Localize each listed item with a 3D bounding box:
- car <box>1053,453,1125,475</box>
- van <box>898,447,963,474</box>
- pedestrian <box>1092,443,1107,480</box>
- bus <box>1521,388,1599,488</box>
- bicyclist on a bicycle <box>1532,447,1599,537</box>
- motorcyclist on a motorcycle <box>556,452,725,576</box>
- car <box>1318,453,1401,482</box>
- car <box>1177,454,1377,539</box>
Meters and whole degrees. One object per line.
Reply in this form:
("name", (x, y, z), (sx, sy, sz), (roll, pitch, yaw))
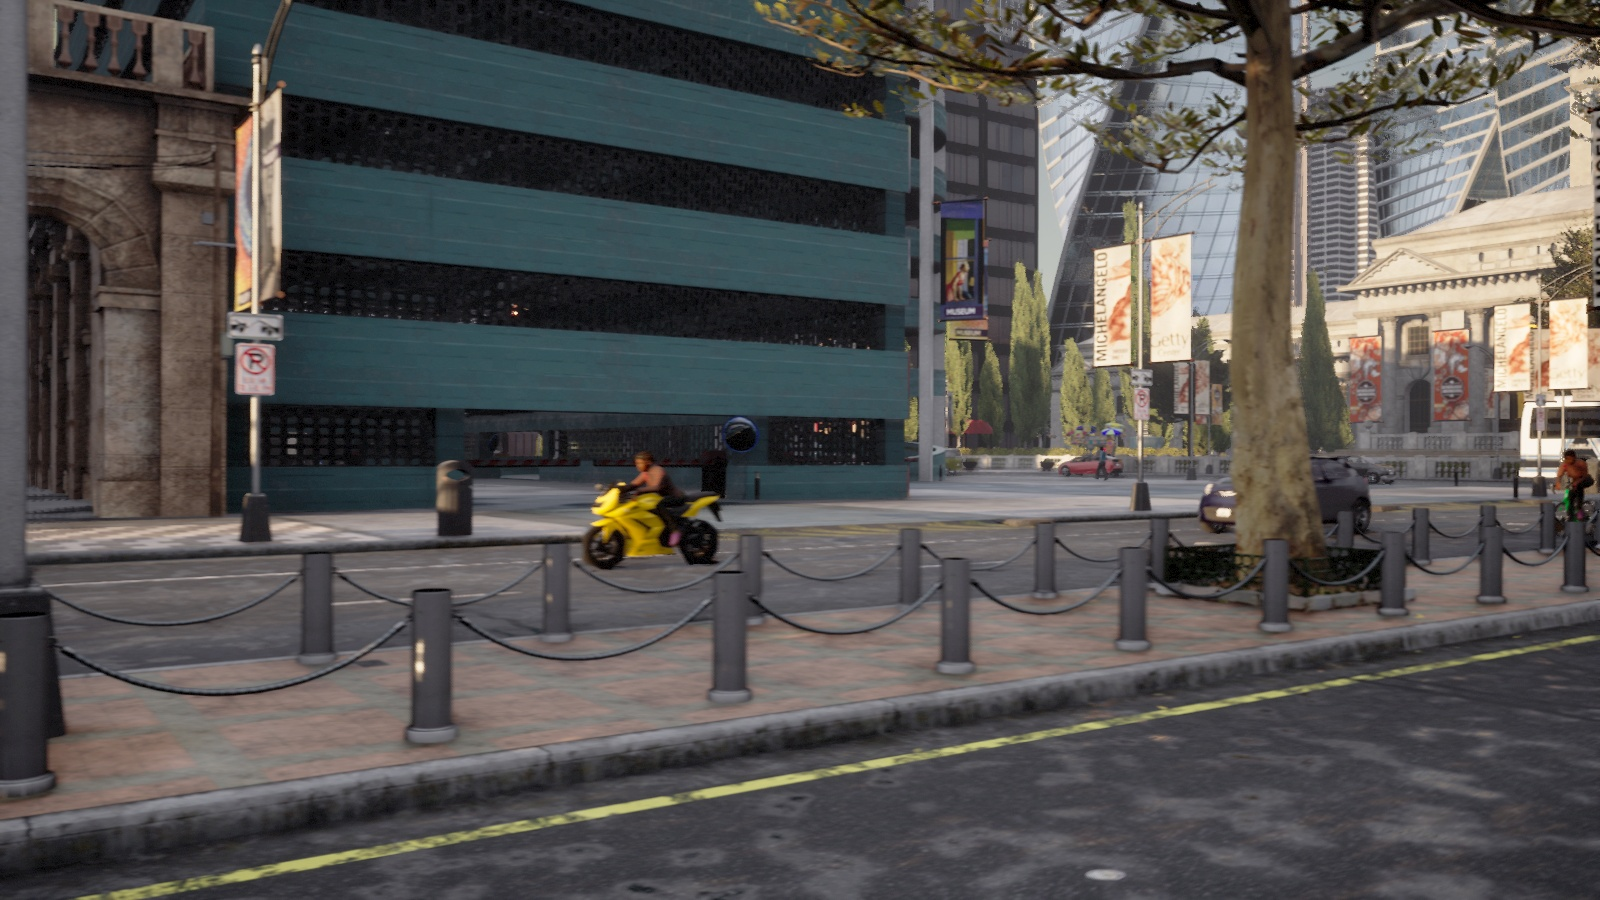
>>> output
("car", (20.048, 0.969, 87.190), (4.514, 1.525, 2.007), (0, 0, 44))
("van", (9.776, 0.806, 94.079), (4.442, 1.987, 1.775), (0, 0, 27))
("pedestrian", (15.637, 0.610, 65.541), (0.396, 1.930, 0.692), (0, 0, -37))
("bus", (36.855, -0.481, 53.234), (3.944, 4.253, 10.273), (1, -1, -30))
("bicyclist on a bicycle", (14.349, 0.765, 23.393), (1.656, 1.620, 0.582), (0, 0, -35))
("motorcyclist on a motorcycle", (-2.047, 0.783, 16.246), (2.044, 1.523, 0.797), (0, 0, -35))
("car", (30.313, 0.928, 68.152), (1.789, 1.549, 3.705), (0, 0, -35))
("car", (9.158, 0.830, 24.042), (3.633, 1.501, 1.845), (0, -1, -35))
